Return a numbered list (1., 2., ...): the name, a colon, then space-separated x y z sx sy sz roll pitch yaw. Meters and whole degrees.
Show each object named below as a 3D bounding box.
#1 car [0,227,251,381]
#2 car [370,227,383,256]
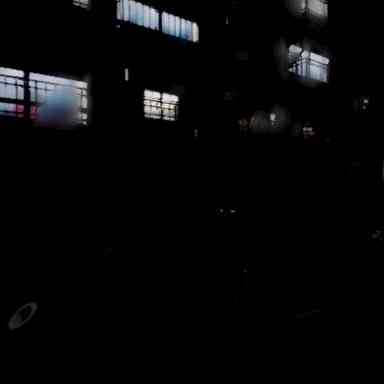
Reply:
1. car: -1.021 1.445 5.383 4.097 1.590 1.967 0 -1 -35
2. car: 8.181 1.469 11.948 4.097 1.590 1.967 0 -1 -35
